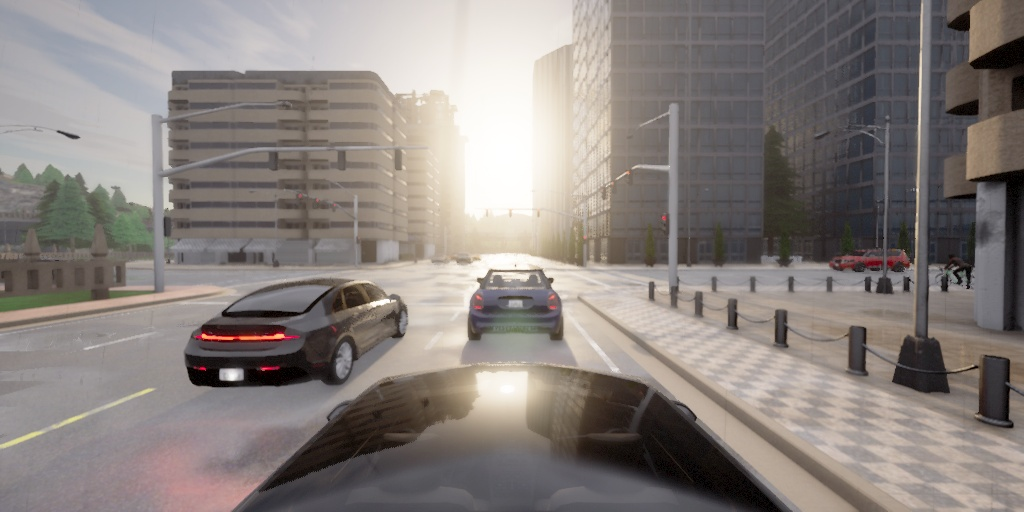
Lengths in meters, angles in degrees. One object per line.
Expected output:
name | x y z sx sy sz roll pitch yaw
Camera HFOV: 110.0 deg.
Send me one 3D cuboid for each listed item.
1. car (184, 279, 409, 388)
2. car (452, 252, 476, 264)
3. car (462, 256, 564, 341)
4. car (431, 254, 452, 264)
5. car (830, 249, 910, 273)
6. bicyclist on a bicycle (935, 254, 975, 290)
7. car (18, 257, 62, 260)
car | -3.427 1.172 6.824 1.837 1.490 4.892 0 1 0
car | -7.015 0.275 53.017 2.097 1.767 4.553 0 1 0
car | 0.090 0.975 9.593 2.097 1.767 4.553 0 1 0
car | -10.517 0.472 52.859 2.033 1.411 5.357 0 1 0
car | 31.253 0.436 31.402 5.566 2.045 2.150 0 1 0
bicyclist on a bicycle | 21.018 0.749 16.992 0.582 1.620 1.656 0 1 0
car | -33.405 0.814 25.566 4.892 1.490 1.837 0 2 10
